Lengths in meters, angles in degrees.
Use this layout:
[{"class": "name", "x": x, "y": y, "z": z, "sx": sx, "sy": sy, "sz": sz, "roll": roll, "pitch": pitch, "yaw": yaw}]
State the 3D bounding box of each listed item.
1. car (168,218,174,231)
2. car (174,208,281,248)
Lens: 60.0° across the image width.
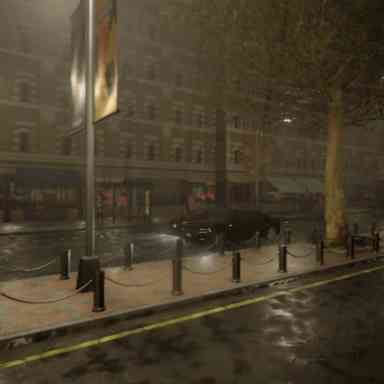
[{"class": "car", "x": 0.734, "y": 1.587, "z": 18.580, "sx": 4.181, "sy": 1.385, "sz": 1.994, "roll": 0, "pitch": 0, "yaw": -35}, {"class": "car", "x": 1.906, "y": 1.501, "z": 15.124, "sx": 5.008, "sy": 1.535, "sz": 1.882, "roll": 0, "pitch": 0, "yaw": -35}]
